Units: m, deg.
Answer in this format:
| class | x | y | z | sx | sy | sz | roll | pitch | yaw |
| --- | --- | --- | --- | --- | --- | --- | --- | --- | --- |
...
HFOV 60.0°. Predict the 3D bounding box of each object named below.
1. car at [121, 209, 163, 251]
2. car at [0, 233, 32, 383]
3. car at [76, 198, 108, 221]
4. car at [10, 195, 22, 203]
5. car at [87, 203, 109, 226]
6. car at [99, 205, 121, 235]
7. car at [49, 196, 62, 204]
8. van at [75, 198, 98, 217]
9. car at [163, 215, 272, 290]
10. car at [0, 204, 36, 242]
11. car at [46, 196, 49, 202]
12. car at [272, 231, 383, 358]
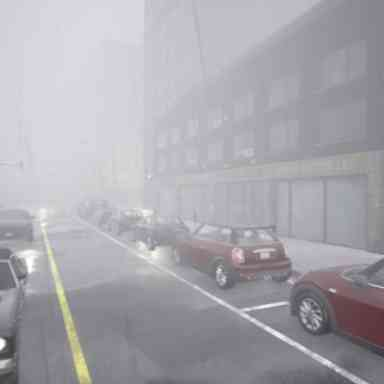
| class | x | y | z | sx | sy | sz | roll | pitch | yaw |
| --- | --- | --- | --- | --- | --- | --- | --- | --- | --- |
| car | -1.488 | 1.663 | 14.582 | 2.008 | 1.369 | 4.403 | 1 | -1 | -25 |
| car | -3.518 | 1.620 | 4.963 | 1.895 | 1.301 | 4.718 | 1 | -1 | -25 |
| car | -8.610 | 1.505 | 29.546 | 2.192 | 1.841 | 5.009 | 1 | -1 | -25 |
| car | -42.813 | 1.862 | 80.314 | 1.967 | 1.590 | 4.097 | 1 | -1 | -27 |
| car | -6.237 | 1.730 | 24.556 | 1.947 | 1.339 | 4.313 | 1 | -1 | -25 |
| car | -3.863 | 1.689 | 19.569 | 2.008 | 1.369 | 4.403 | 1 | -1 | -25 |
| car | -30.110 | 1.883 | 74.036 | 1.967 | 1.590 | 4.097 | 1 | -1 | -27 |
| van | -10.984 | 1.557 | 34.532 | 1.690 | 1.788 | 3.998 | 1 | -1 | -25 |
| car | 0.887 | 1.527 | 9.595 | 1.967 | 1.590 | 4.097 | 1 | -1 | -25 |
| car | -8.856 | 1.556 | 16.436 | 1.882 | 1.535 | 5.008 | 1 | -1 | -25 |
| car | -35.196 | 2.087 | 84.137 | 1.802 | 1.307 | 4.206 | 1 | -1 | -27 |
| car | 3.261 | 1.502 | 4.608 | 1.967 | 1.590 | 4.097 | 1 | -1 | -25 |
